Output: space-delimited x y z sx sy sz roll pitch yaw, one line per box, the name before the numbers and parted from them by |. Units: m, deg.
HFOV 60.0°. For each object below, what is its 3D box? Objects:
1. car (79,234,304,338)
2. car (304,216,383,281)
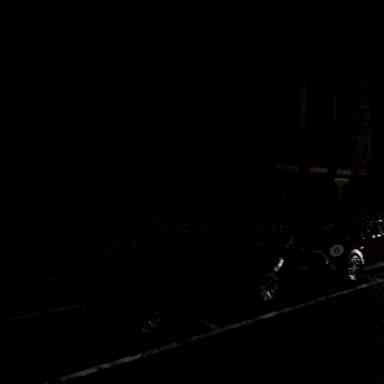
car | 0.024 1.582 6.665 4.313 1.339 1.947 0 0 -36
car | 4.584 1.481 9.919 4.097 1.590 1.967 0 0 -36
